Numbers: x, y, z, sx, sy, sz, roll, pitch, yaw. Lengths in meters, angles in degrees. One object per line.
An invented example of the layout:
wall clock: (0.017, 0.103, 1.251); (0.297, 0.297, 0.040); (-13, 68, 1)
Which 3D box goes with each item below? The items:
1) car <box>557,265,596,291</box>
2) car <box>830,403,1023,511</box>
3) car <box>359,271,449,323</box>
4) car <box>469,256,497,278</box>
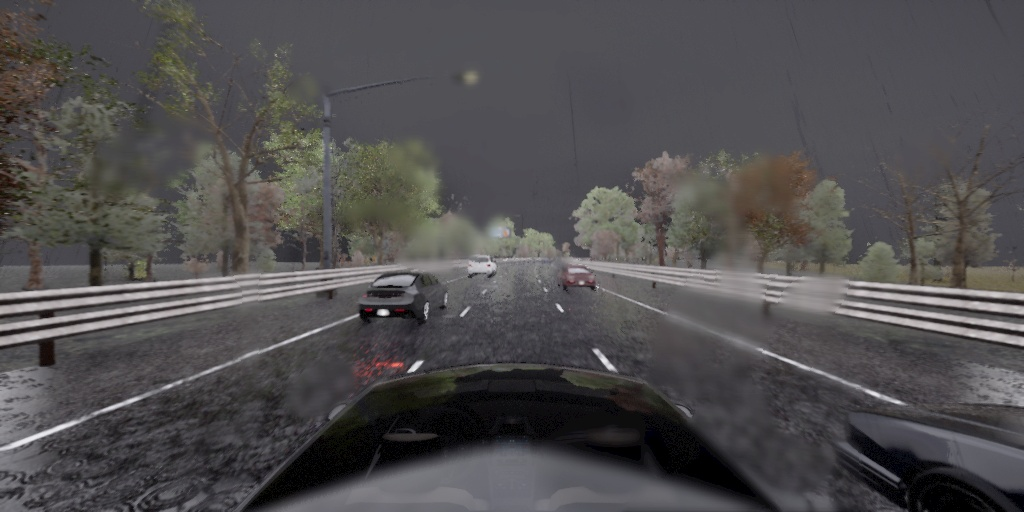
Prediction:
car: (3.846, 1.276, 21.782); (1.812, 1.442, 4.674); (0, 0, 2)
car: (3.608, 1.299, 0.482); (2.033, 1.411, 5.357); (0, 0, -1)
car: (-3.401, 1.255, 12.045); (1.837, 1.490, 4.892); (0, 0, 1)
car: (-2.750, 0.976, 34.241); (2.150, 2.045, 5.566); (0, 0, 2)
